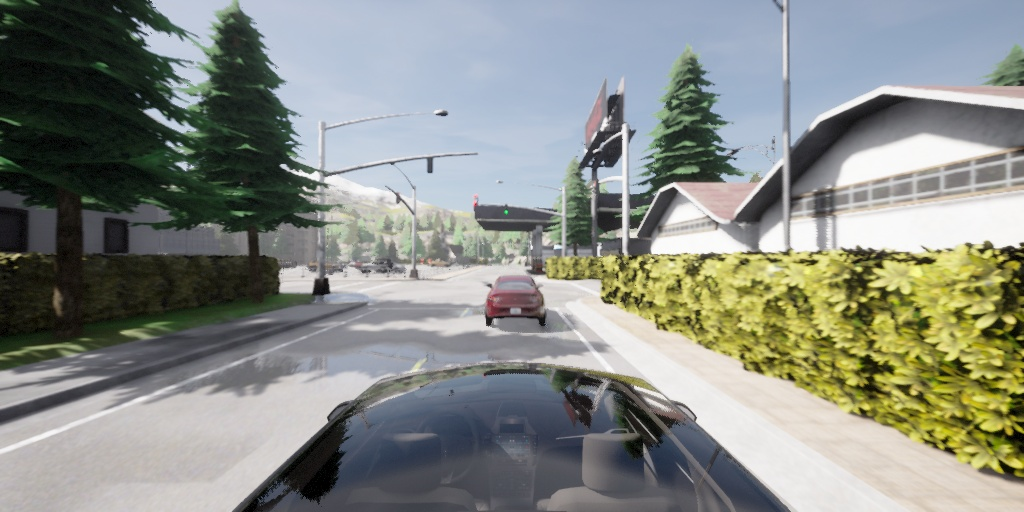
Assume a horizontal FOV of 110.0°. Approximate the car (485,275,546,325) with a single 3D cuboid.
[{"bbox_3d":[0.103,1.365,12.139,1.812,1.442,4.674,0,0,0],"label":"car"}]
